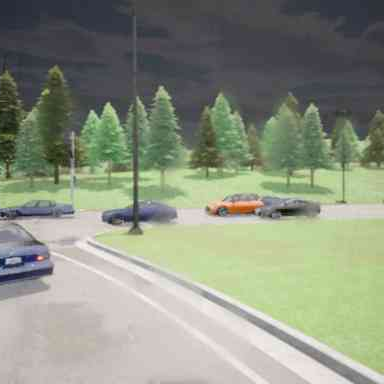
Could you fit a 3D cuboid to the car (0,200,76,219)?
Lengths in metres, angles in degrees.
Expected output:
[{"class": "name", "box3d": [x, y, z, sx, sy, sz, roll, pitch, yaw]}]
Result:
[{"class": "car", "box3d": [-11.704, 1.305, 25.322, 5.357, 1.411, 2.033, -1, 1, -17]}]

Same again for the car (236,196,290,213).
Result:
[{"class": "car", "box3d": [6.578, 1.110, 30.906, 4.674, 1.442, 1.812, -1, 1, -17]}]

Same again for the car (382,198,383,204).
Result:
[{"class": "car", "box3d": [25.522, 0.837, 40.371, 5.008, 1.535, 1.882, -1, 1, -17]}]

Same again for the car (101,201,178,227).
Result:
[{"class": "car", "box3d": [-3.199, 1.292, 20.607, 4.674, 1.442, 1.812, 0, 1, -17]}]

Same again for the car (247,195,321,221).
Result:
[{"class": "car", "box3d": [6.803, 1.162, 23.672, 4.902, 1.511, 2.128, -1, 1, -17]}]

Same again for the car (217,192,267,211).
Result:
[{"class": "car", "box3d": [5.091, 0.907, 34.125, 4.553, 1.767, 2.097, 0, 1, -17]}]

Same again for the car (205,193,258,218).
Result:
[{"class": "car", "box3d": [3.314, 1.012, 26.262, 4.553, 1.767, 2.097, -1, 1, -17]}]

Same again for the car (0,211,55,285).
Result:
[{"class": "car", "box3d": [-5.408, 1.470, 8.802, 2.033, 1.411, 5.357, -1, 1, -42]}]
